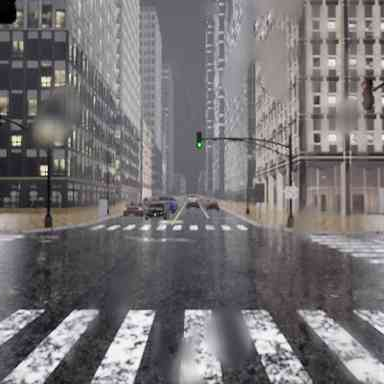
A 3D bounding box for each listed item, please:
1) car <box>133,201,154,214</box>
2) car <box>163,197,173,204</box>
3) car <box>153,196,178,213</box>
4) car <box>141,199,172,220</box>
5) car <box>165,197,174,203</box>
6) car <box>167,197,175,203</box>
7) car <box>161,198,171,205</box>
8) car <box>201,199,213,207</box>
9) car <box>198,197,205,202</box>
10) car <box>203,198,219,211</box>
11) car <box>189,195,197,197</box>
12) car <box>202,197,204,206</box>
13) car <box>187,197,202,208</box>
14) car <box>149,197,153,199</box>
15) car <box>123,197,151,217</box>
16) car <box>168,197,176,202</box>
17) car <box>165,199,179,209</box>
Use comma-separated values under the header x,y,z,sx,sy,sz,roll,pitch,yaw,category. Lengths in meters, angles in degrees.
x,y,z,sx,sy,sz,roll,pitch,yaw,category
-5.644,1.807,38.989,1.802,1.307,4.206,1,0,0,car
-5.610,2.001,78.015,2.008,1.369,4.403,1,0,0,car
-3.061,1.453,40.123,2.150,2.045,5.566,0,0,0,car
-3.075,1.678,30.094,1.837,1.490,4.892,0,0,0,car
-5.606,2.028,83.590,1.887,1.381,4.507,1,0,0,car
-5.601,2.066,89.165,2.008,1.369,4.403,1,0,0,car
-5.615,1.963,72.440,1.887,1.381,4.507,1,0,0,car
2.756,1.920,61.352,1.947,1.339,4.313,1,0,0,car
2.784,2.093,94.814,1.887,1.381,4.507,1,0,0,car
2.741,1.839,44.619,1.802,1.307,4.206,1,0,0,car
0.147,1.627,70.217,2.150,2.045,5.566,0,0,0,car
2.752,1.848,55.945,1.752,1.417,4.829,1,0,0,car
0.144,1.868,52.890,1.994,1.385,4.181,0,0,0,car
-5.634,1.572,44.566,2.192,1.841,5.009,1,0,0,car
-5.645,1.633,33.415,1.967,1.590,4.097,1,0,0,car
-5.597,2.114,94.740,1.947,1.339,4.313,1,0,0,car
-3.045,1.796,50.530,1.837,1.490,4.892,0,0,0,car
